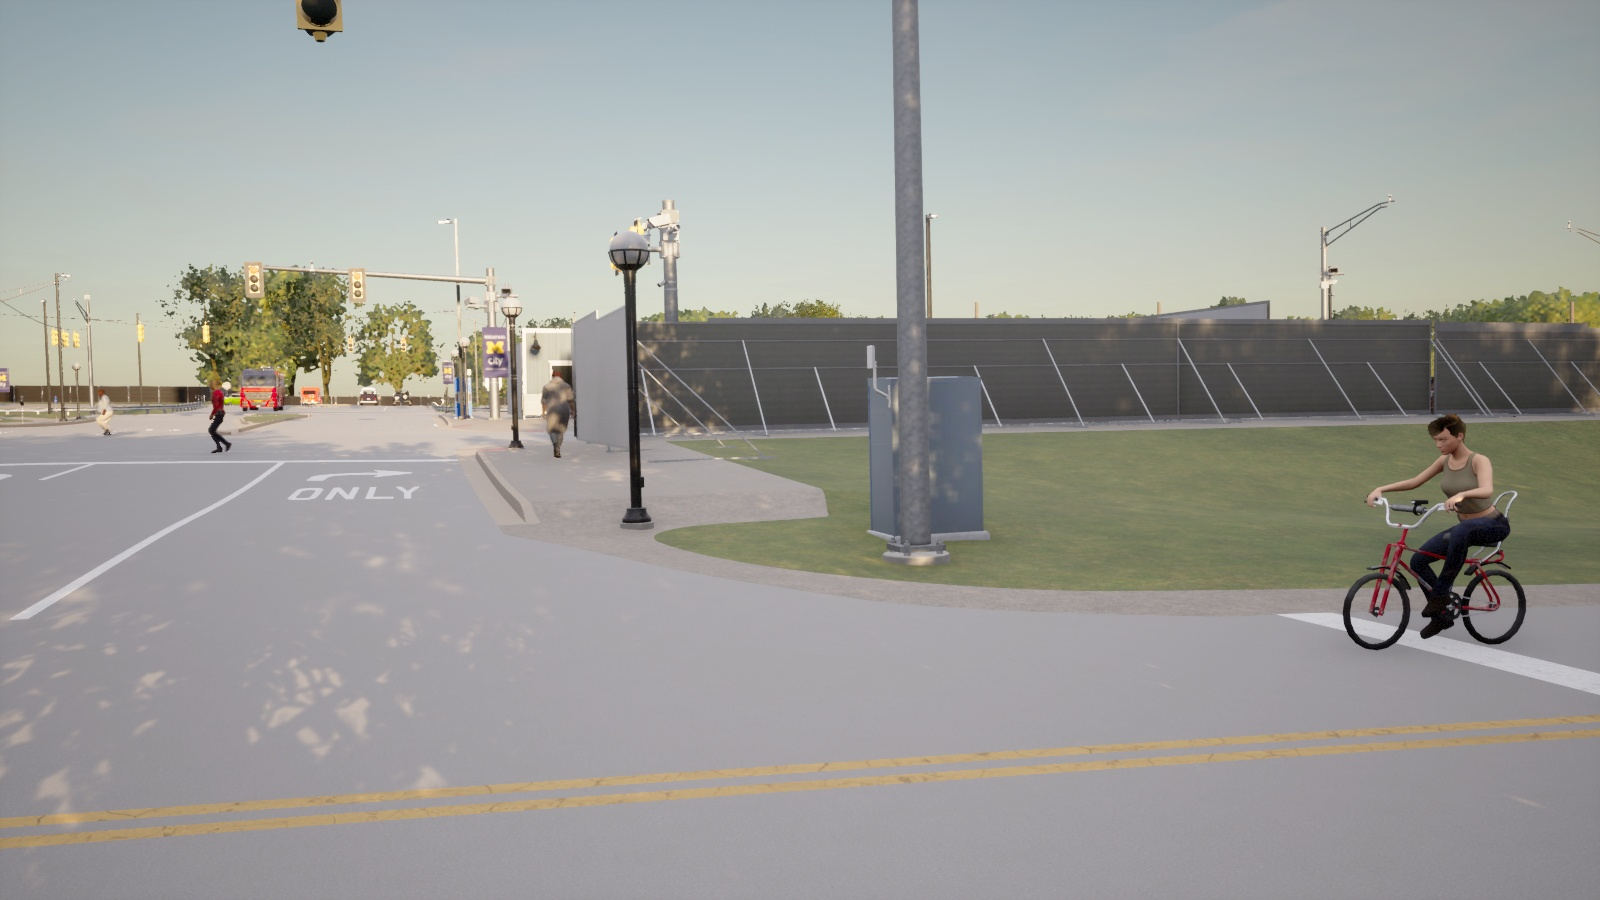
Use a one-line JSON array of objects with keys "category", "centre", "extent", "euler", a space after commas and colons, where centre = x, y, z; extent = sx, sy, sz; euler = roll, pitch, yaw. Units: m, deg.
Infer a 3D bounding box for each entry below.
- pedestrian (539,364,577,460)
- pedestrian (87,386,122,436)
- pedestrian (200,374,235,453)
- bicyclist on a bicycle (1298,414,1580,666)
[{"category": "pedestrian", "centre": [-5.077, -0.797, 26.290], "extent": [0.659, 1.952, 0.873], "euler": [-2, 2, -15]}, {"category": "pedestrian", "centre": [-26.398, -1.490, 47.686], "extent": [0.900, 1.855, 0.874], "euler": [-2, 2, -15]}, {"category": "pedestrian", "centre": [-13.850, -0.871, 29.870], "extent": [0.636, 1.846, 0.331], "euler": [-2, 2, -10]}, {"category": "bicyclist on a bicycle", "centre": [4.374, 0.569, 8.650], "extent": [1.509, 1.612, 0.866], "euler": [0, 1, -14]}]
